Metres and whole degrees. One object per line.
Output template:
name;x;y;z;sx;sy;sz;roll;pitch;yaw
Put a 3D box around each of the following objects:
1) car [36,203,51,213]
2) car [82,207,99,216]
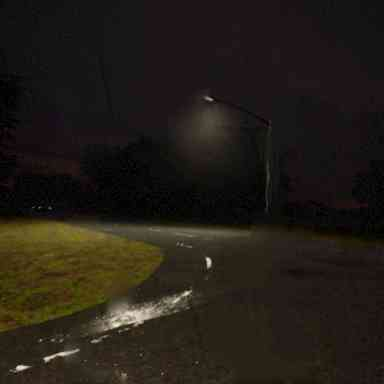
car;-25.696;2.755;57.748;2.097;1.767;4.553;5;-4;-28
car;-17.322;3.267;56.742;2.128;1.511;4.902;5;-4;-33
